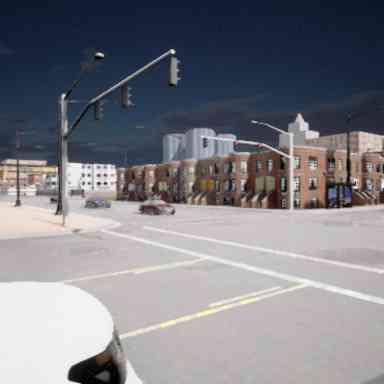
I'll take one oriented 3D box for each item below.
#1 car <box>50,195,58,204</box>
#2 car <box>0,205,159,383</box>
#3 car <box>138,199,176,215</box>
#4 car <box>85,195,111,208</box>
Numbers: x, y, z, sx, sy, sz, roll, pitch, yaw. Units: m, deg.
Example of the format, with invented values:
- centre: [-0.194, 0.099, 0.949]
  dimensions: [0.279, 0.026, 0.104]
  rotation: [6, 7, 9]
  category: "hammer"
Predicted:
- centre: [-24.166, 1.384, 59.842]
  dimensions: [1.837, 1.490, 4.892]
  rotation: [-1, 0, -36]
  category: "car"
- centre: [-3.006, 1.236, 1.627]
  dimensions: [5.566, 2.045, 2.150]
  rotation: [-1, 0, -35]
  category: "car"
- centre: [-3.351, 1.393, 30.878]
  dimensions: [1.812, 1.442, 4.674]
  rotation: [-1, 0, -36]
  category: "car"
- centre: [-12.178, 1.220, 43.095]
  dimensions: [2.097, 1.767, 4.553]
  rotation: [-1, 0, -36]
  category: "car"
